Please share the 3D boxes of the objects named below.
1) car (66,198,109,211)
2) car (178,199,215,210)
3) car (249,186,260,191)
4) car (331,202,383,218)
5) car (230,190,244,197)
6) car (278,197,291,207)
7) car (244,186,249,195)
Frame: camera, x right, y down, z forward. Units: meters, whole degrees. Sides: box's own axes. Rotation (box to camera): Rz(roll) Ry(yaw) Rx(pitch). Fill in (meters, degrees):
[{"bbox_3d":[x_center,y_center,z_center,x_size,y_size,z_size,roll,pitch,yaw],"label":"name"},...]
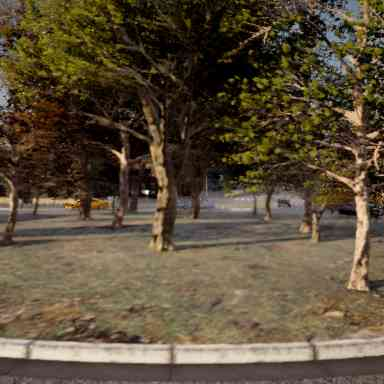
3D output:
[{"bbox_3d":[-12.797,1.466,40.837,5.008,1.535,1.882,1,0,-26],"label":"car"},{"bbox_3d":[0.436,1.642,44.390,5.357,1.411,2.033,0,1,3],"label":"car"},{"bbox_3d":[16.225,-0.732,89.930,2.435,2.045,5.566,0,3,24],"label":"car"},{"bbox_3d":[15.757,1.733,32.019,2.128,1.511,4.902,1,0,-29],"label":"car"},{"bbox_3d":[9.479,0.412,74.523,1.946,1.575,5.366,0,3,24],"label":"car"},{"bbox_3d":[14.511,1.504,52.467,1.837,1.490,4.892,0,2,13],"label":"car"},{"bbox_3d":[11.696,0.117,79.573,1.946,1.575,5.366,0,3,24],"label":"car"}]
